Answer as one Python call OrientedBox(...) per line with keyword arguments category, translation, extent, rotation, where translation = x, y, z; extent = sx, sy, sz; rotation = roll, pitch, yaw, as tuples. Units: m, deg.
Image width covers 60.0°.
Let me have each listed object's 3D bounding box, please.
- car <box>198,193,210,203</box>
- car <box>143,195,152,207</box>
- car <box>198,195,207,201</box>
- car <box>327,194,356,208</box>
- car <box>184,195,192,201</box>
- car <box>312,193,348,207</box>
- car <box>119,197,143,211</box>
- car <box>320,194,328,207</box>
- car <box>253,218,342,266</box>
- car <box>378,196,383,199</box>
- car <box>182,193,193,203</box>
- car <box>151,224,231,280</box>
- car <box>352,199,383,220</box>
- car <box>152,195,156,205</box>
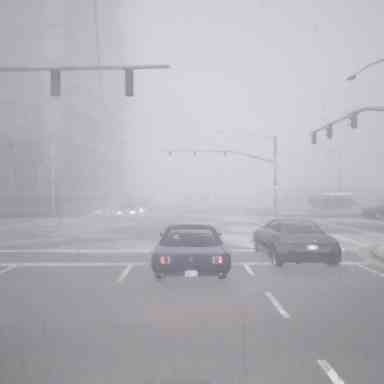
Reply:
OrientedBox(category="car", translation=(2.611, 1.228, 70.091), extent=(2.150, 2.045, 5.566), rotation=(0, 0, 0))
OrientedBox(category="car", translation=(-7.817, 1.503, 50.777), extent=(2.128, 1.511, 4.902), rotation=(0, 0, 0))
OrientedBox(category="car", translation=(2.528, 1.401, 80.482), extent=(1.812, 1.442, 4.674), rotation=(0, 0, 0))
OrientedBox(category="car", translation=(24.537, 1.456, 53.592), extent=(3.806, 1.475, 1.970), rotation=(0, 0, 0))
OrientedBox(category="car", translation=(-0.972, 1.473, 80.484), extent=(1.895, 1.301, 4.718), rotation=(0, 0, 0))
OrientedBox(category="car", translation=(24.482, 1.215, 59.170), extent=(4.605, 1.855, 1.932), rotation=(0, 0, 0))
OrientedBox(category="car", translation=(-7.748, 1.514, 41.423), extent=(1.837, 1.490, 4.892), rotation=(0, 0, 0))
OrientedBox(category="car", translation=(24.535, 1.425, 56.487), extent=(3.905, 1.438, 1.784), rotation=(0, 0, 0))
OrientedBox(category="car", translation=(3.424, 1.575, 11.536), extent=(1.994, 1.385, 4.181), rotation=(0, 0, -1))
OrientedBox(category="car", translation=(39.538, 1.213, 64.737), extent=(4.605, 1.855, 1.932), rotation=(0, 0, 0))
OrientedBox(category="car", translation=(-0.889, 1.229, 70.062), extent=(2.150, 2.045, 5.566), rotation=(0, 0, 0))
OrientedBox(category="car", translation=(-0.046, 1.606, 9.927), extent=(1.895, 1.301, 4.718), rotation=(0, 0, -1))
OrientedBox(category="car", translation=(16.740, 1.549, 28.125), extent=(4.902, 1.511, 2.128), rotation=(0, 0, 0))
OrientedBox(category="car", translation=(-7.832, 1.365, 60.540), extent=(2.097, 1.767, 4.553), rotation=(0, 0, 0))
